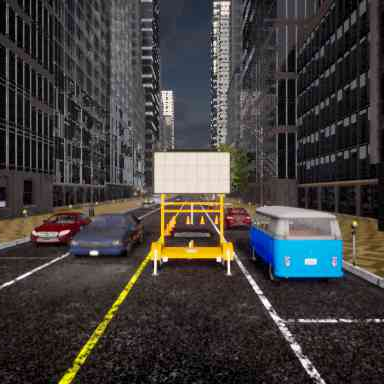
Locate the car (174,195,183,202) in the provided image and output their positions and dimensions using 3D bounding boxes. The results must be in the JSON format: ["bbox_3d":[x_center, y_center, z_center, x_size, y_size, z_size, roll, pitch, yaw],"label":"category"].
[{"bbox_3d":[-2.979,1.485,72.701,1.812,1.442,4.674,0,0,0],"label":"car"}]

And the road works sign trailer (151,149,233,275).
[{"bbox_3d":[0.003,0.464,10.405,2.380,3.560,2.880,0,0,0],"label":"road works sign trailer"}]

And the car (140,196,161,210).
[{"bbox_3d":[-5.678,1.548,43.545,2.008,1.369,4.403,0,0,0],"label":"car"}]

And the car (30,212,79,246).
[{"bbox_3d":[-5.686,1.581,15.082,1.802,1.307,4.206,0,0,0],"label":"car"}]

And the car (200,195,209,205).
[{"bbox_3d":[2.705,1.544,49.232,2.008,1.369,4.403,0,0,0],"label":"car"}]

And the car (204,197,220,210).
[{"bbox_3d":[2.701,1.581,37.847,1.802,1.307,4.206,0,0,0],"label":"car"}]

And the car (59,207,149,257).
[{"bbox_3d":[-3.097,1.547,13.189,2.033,1.411,5.357,0,0,0],"label":"car"}]

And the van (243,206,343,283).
[{"bbox_3d":[2.693,1.341,9.385,1.690,1.788,3.998,0,0,0],"label":"van"}]

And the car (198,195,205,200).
[{"bbox_3d":[2.719,1.462,94.772,1.887,1.381,4.507,0,0,0],"label":"car"}]

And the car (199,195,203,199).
[{"bbox_3d":[2.706,1.538,54.924,2.008,1.369,4.403,0,0,0],"label":"car"}]

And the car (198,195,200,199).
[{"bbox_3d":[2.710,1.410,66.309,1.967,1.590,4.097,0,0,0],"label":"car"}]

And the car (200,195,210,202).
[{"bbox_3d":[2.711,1.401,72.001,1.967,1.590,4.097,0,0,0],"label":"car"}]

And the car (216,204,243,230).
[{"bbox_3d":[2.696,1.581,20.769,1.802,1.307,4.206,0,0,0],"label":"car"}]
